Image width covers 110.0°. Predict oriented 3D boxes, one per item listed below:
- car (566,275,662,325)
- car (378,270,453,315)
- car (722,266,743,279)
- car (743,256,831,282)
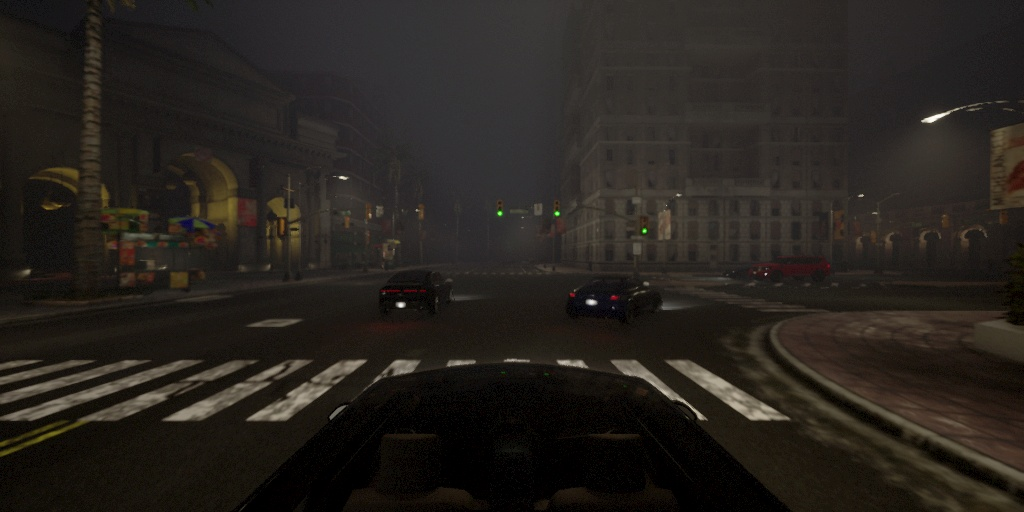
[{"bbox_3d":[3.515,1.314,12.034,1.994,1.385,4.181,0,0,37],"label":"car"},{"bbox_3d":[-3.435,1.249,13.489,1.837,1.490,4.892,0,0,0],"label":"car"},{"bbox_3d":[21.909,1.310,32.082,5.357,1.411,2.033,0,0,0],"label":"car"},{"bbox_3d":[22.075,0.985,28.582,5.566,2.045,2.150,0,0,0],"label":"car"}]
